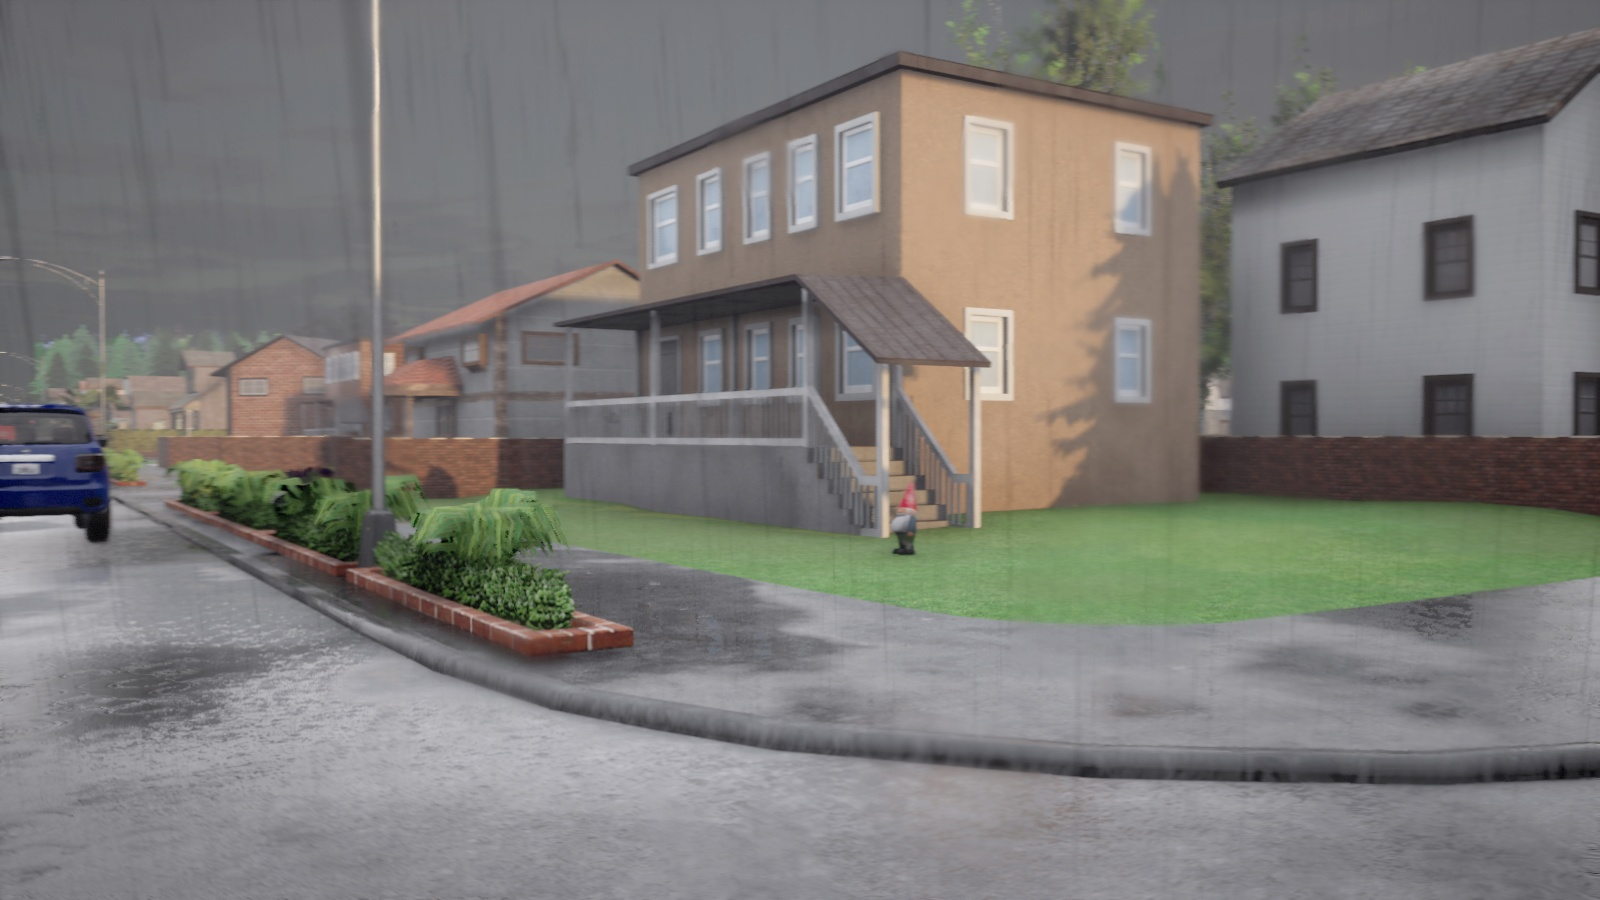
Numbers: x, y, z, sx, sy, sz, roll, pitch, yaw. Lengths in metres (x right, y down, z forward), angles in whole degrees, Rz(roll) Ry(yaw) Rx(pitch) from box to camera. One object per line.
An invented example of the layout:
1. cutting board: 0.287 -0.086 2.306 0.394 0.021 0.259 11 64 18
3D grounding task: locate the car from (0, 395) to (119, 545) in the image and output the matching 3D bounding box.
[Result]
1. car: -12.077 0.234 19.626 2.150 2.045 5.566 0 1 -32
